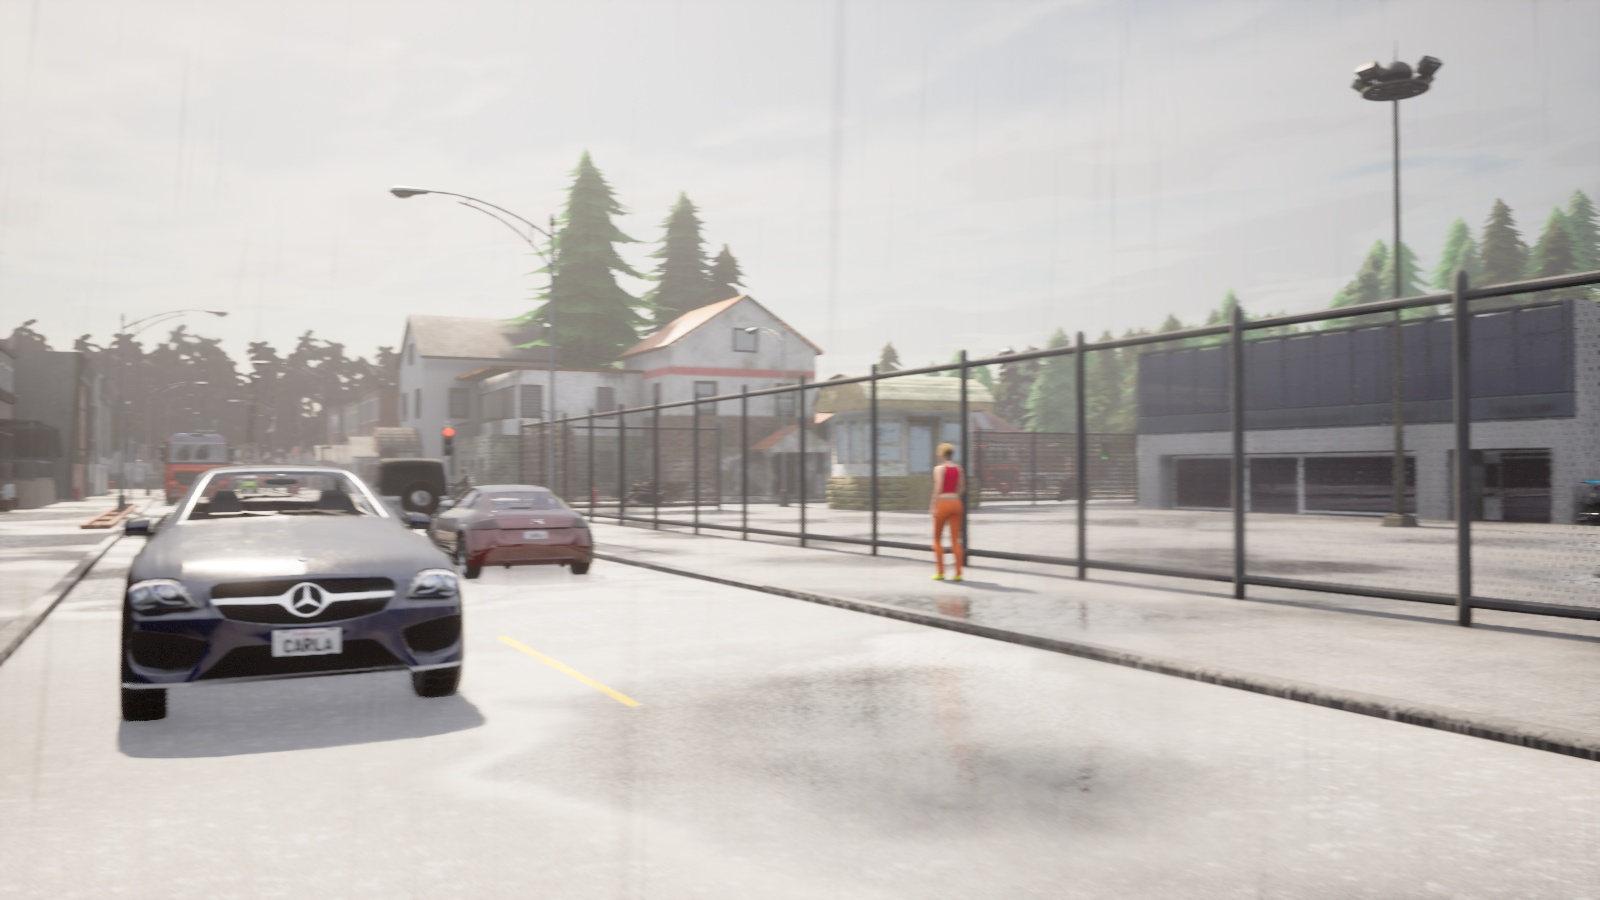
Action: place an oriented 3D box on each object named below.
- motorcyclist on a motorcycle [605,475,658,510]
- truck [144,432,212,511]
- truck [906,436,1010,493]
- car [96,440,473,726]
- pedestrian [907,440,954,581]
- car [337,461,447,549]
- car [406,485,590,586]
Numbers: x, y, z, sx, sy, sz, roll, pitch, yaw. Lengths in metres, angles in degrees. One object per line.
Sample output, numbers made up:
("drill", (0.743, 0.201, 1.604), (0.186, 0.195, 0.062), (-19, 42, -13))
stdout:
("motorcyclist on a motorcycle", (-7.564, 1.912, 56.544), (2.191, 1.530, 0.866), (0, -1, -27))
("truck", (-32.500, 1.145, 65.480), (2.891, 3.827, 8.468), (0, -1, -28))
("truck", (11.013, 1.059, 88.704), (2.891, 3.827, 8.468), (0, -1, -28))
("car", (-4.243, 0.814, 9.979), (2.152, 1.651, 5.027), (0, -1, -27))
("pedestrian", (1.730, 0.794, 16.687), (0.345, 1.836, 0.594), (0, -1, -25))
("car", (-9.490, 1.219, 29.021), (1.905, 1.878, 3.866), (0, -1, -26))
("car", (-4.950, 1.283, 20.148), (1.994, 1.385, 4.181), (0, -1, -26))
